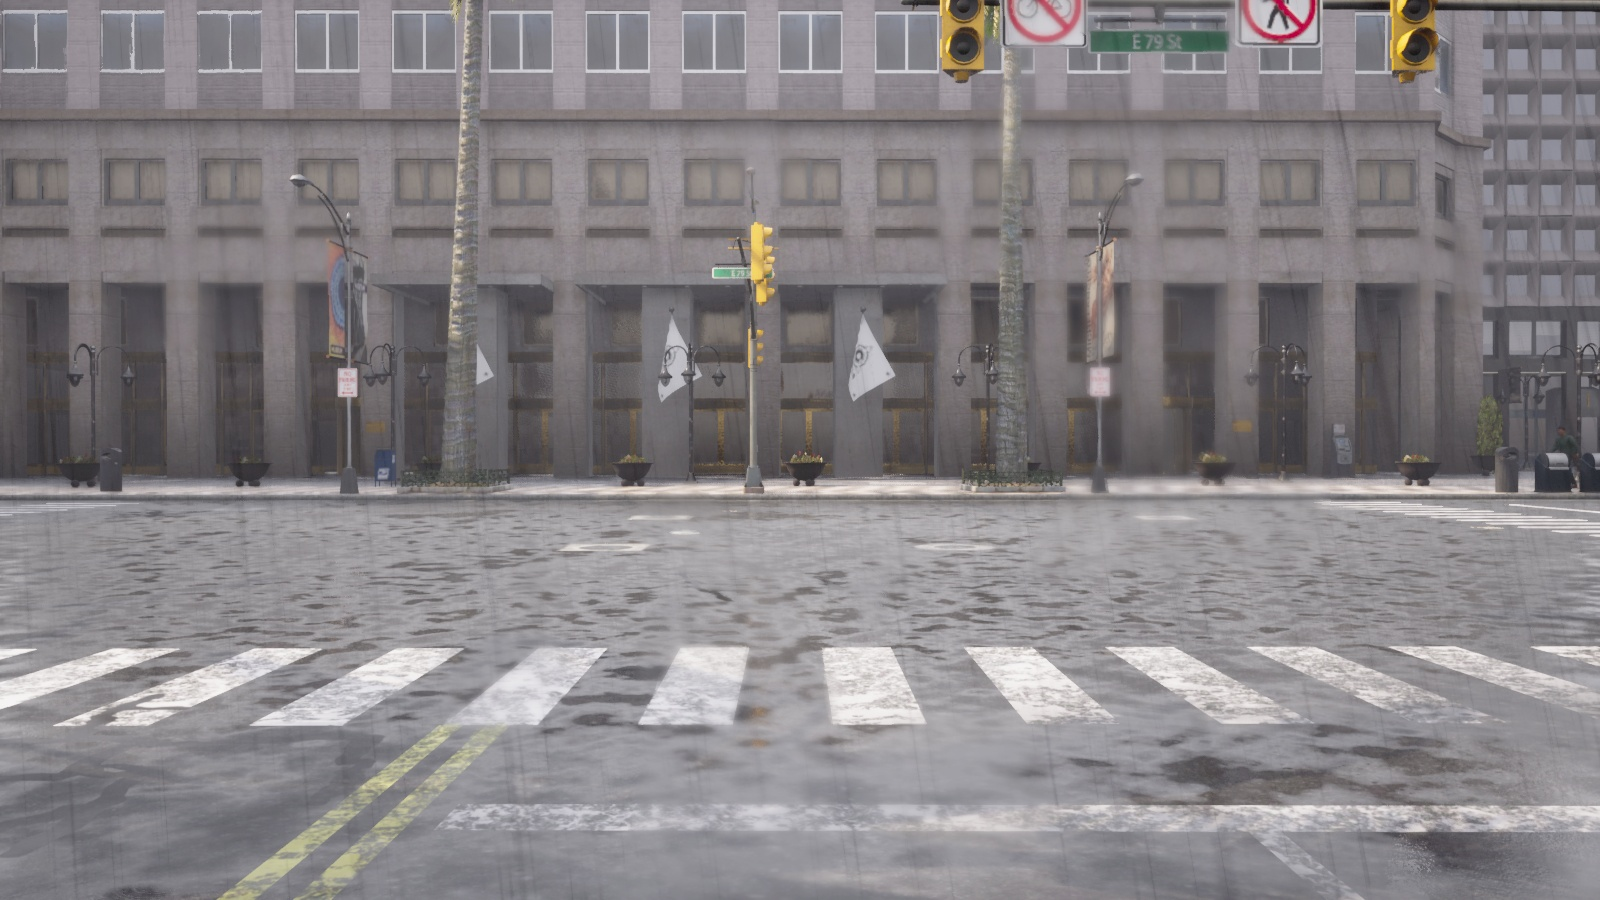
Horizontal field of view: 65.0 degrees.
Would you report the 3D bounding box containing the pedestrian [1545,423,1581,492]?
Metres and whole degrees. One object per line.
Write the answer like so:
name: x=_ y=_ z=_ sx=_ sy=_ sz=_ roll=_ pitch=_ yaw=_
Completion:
pedestrian: x=21.861 y=0.218 z=35.990 sx=0.788 sy=1.949 sz=0.423 roll=0 pitch=0 yaw=-7
